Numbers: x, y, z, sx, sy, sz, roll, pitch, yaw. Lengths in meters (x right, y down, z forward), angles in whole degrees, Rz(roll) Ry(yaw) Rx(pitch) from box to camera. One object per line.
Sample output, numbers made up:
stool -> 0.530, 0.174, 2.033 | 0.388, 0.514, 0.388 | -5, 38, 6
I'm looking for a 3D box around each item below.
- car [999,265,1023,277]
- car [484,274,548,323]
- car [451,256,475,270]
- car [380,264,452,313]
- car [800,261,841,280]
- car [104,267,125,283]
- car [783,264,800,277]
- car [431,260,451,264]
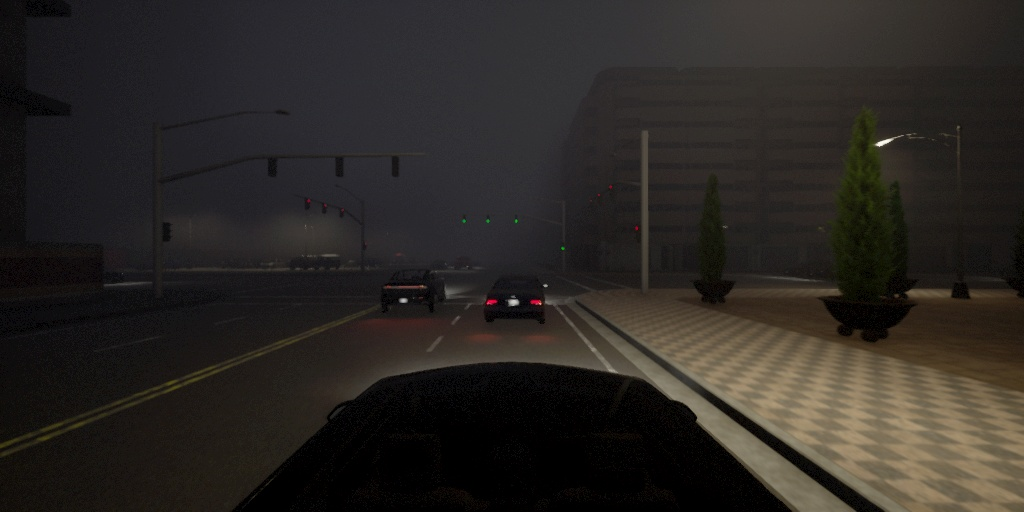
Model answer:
car -> 47.698, 1.256, 32.756 | 4.674, 1.442, 1.812 | 0, 0, 1
car -> 0.225, 1.305, 12.175 | 2.033, 1.411, 5.357 | 0, 0, 4
car -> -7.079, 1.006, 52.394 | 2.150, 2.045, 5.566 | 0, 0, 0
car -> -3.754, 1.251, 14.174 | 2.128, 1.511, 4.902 | 0, 0, -5
car -> 27.009, 1.239, 29.540 | 4.674, 1.442, 1.812 | 0, 0, 1
car -> -30.417, 1.239, 25.423 | 4.674, 1.442, 1.812 | 0, 0, 0
car -> 27.791, 1.220, 33.033 | 4.892, 1.490, 1.837 | 0, 0, 1
car -> -10.576, 1.264, 51.860 | 1.882, 1.535, 5.008 | 0, 0, 0
